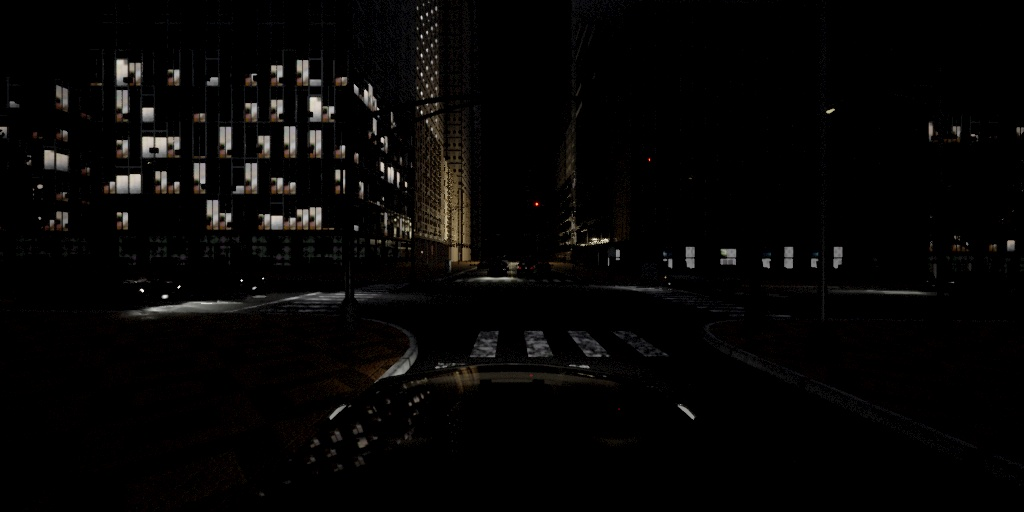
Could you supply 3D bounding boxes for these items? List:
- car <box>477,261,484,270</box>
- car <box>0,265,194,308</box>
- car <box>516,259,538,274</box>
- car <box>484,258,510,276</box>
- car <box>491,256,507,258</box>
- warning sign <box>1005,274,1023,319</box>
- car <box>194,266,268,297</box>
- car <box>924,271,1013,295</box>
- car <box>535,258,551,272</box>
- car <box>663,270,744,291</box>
[{"bbox_3d":[-3.993,1.343,51.065,1.802,1.307,4.207,0,0,0],"label":"car"},{"bbox_3d":[-15.290,1.042,13.051,5.357,1.411,2.033,1,0,0],"label":"car"},{"bbox_3d":[1.459,1.313,40.444,2.033,1.411,5.357,0,0,0],"label":"car"},{"bbox_3d":[-1.475,1.245,37.041,1.882,1.535,5.008,0,0,1],"label":"car"},{"bbox_3d":[-1.515,0.981,50.523,2.150,2.045,5.566,0,0,0],"label":"car"},{"bbox_3d":[17.281,1.204,11.756,1.060,1.860,1.300,0,0,-3],"label":"warning sign"},{"bbox_3d":[-14.011,1.118,16.330,4.718,1.301,1.895,1,0,-3],"label":"car"},{"bbox_3d":[31.895,1.838,25.133,4.902,1.511,2.128,1,0,-3],"label":"car"},{"bbox_3d":[3.956,1.329,45.567,1.948,1.339,4.313,0,0,0],"label":"car"},{"bbox_3d":[12.828,1.606,24.266,4.718,1.301,1.895,1,0,-3],"label":"car"}]
